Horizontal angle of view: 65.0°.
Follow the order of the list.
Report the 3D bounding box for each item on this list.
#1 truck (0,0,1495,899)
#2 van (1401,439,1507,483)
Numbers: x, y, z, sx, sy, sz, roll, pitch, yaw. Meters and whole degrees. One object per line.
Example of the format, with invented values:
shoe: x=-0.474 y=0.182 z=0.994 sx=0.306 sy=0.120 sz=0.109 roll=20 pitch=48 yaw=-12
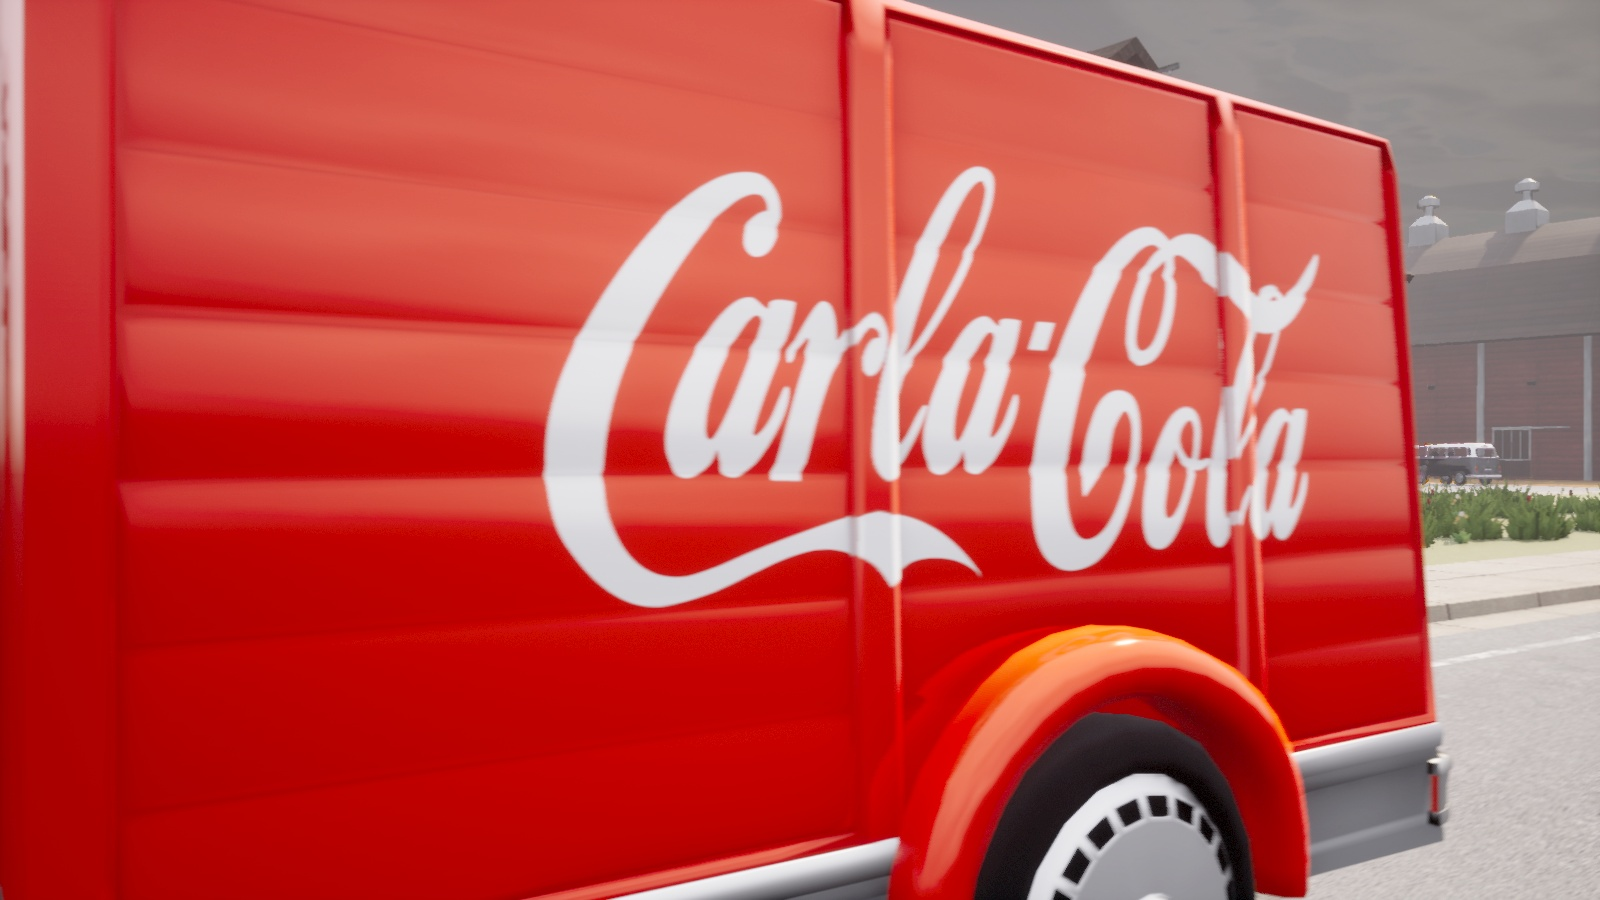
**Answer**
truck: x=-1.041 y=0.266 z=2.936 sx=5.204 sy=2.467 sz=2.627 roll=0 pitch=0 yaw=-35
van: x=31.674 y=0.539 z=60.965 sx=2.069 sy=2.038 sz=4.480 roll=0 pitch=0 yaw=-16
